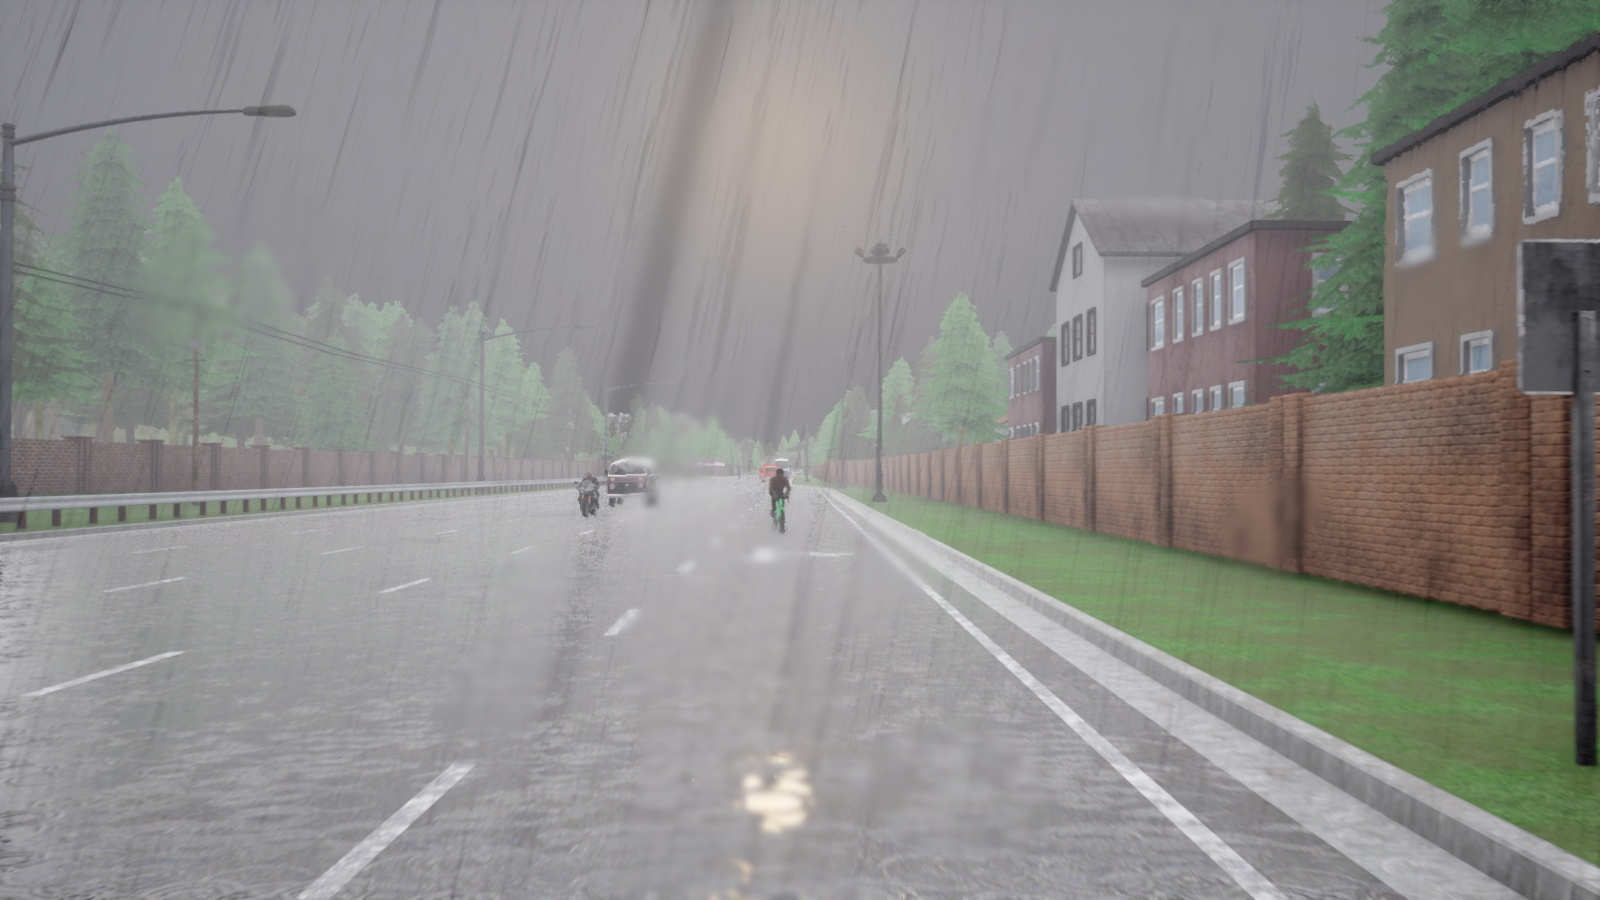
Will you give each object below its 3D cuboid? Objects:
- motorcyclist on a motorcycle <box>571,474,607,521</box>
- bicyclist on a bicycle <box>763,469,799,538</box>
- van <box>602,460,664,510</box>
[{"bbox_3d":[-7.104,1.588,42.426,0.866,1.530,2.191,0,-1,0],"label":"motorcyclist on a motorcycle"},{"bbox_3d":[-0.474,1.283,30.694,0.582,1.620,1.656,-1,0,-10],"label":"bicyclist on a bicycle"},{"bbox_3d":[-7.133,1.470,53.982,2.069,2.038,4.480,0,-1,0],"label":"van"}]
